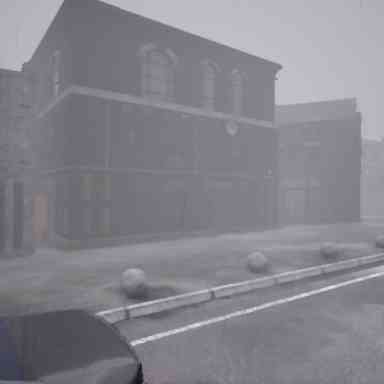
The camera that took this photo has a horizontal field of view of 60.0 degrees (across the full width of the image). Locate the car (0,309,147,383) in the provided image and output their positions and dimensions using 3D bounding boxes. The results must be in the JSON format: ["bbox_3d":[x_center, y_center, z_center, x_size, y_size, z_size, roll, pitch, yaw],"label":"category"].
[{"bbox_3d":[-2.797,1.549,1.685,5.357,1.411,2.033,0,0,-35],"label":"car"}]
